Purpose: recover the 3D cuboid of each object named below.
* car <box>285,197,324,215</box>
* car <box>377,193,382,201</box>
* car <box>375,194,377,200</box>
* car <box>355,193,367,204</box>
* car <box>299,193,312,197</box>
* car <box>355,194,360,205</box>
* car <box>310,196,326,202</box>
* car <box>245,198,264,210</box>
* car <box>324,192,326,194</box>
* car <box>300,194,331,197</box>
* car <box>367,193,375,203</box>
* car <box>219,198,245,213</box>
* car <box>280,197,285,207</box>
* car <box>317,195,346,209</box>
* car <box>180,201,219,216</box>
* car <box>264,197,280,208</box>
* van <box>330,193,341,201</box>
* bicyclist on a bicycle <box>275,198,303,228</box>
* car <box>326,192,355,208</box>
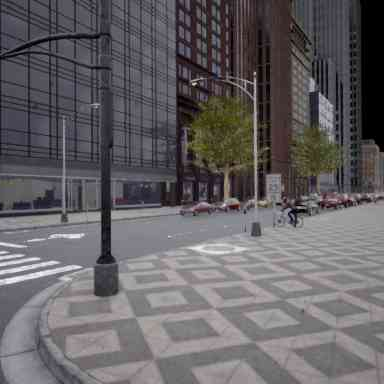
[{"bbox_3d":[10.747,1.424,31.478,1.947,1.339,4.313,0,0,35],"label":"car"},{"bbox_3d":[42.718,1.359,77.926,1.802,1.307,4.206,-1,0,35],"label":"car"},{"bbox_3d":[36.420,1.303,68.776,1.752,1.417,4.829,-1,0,35],"label":"car"},{"bbox_3d":[26.731,1.118,54.703,2.192,1.841,5.009,0,0,35],"label":"car"},{"bbox_3d":[19.715,1.416,59.543,1.887,1.381,4.507,0,0,35],"label":"car"},{"bbox_3d":[23.535,1.378,50.057,1.947,1.339,4.313,0,0,35],"label":"car"},{"bbox_3d":[26.111,1.419,68.834,1.947,1.339,4.313,0,0,35],"label":"car"},{"bbox_3d":[6.925,1.495,40.961,1.802,1.307,4.206,0,0,35],"label":"car"},{"bbox_3d":[22.260,1.052,52.739,2.150,2.045,5.566,-1,0,35],"label":"car"},{"bbox_3d":[16.571,1.340,44.474,2.128,1.511,4.902,-1,0,35],"label":"car"},{"bbox_3d":[33.126,1.100,63.993,2.192,1.841,5.009,0,0,35],"label":"car"},{"bbox_3d":[3.727,1.367,36.315,1.967,1.590,4.097,0,0,35],"label":"car"},{"bbox_3d":[13.320,1.456,50.252,1.947,1.339,4.313,0,0,35],"label":"car"},{"bbox_3d":[17.141,1.377,40.768,1.887,1.381,4.507,0,0,35],"label":"car"},{"bbox_3d":[0.531,1.525,31.670,1.802,1.307,4.206,0,0,35],"label":"car"},{"bbox_3d":[10.026,1.426,45.466,1.752,1.417,4.829,0,0,35],"label":"car"},{"bbox_3d":[35.701,1.186,82.771,1.690,1.788,3.998,-1,0,35],"label":"van"},{"bbox_3d":[5.315,1.177,18.363,1.656,1.620,0.582,-1,0,35],"label":"bicyclist on a bicycle"},{"bbox_3d":[20.337,1.137,45.414,2.192,1.841,5.009,0,0,35],"label":"car"}]
